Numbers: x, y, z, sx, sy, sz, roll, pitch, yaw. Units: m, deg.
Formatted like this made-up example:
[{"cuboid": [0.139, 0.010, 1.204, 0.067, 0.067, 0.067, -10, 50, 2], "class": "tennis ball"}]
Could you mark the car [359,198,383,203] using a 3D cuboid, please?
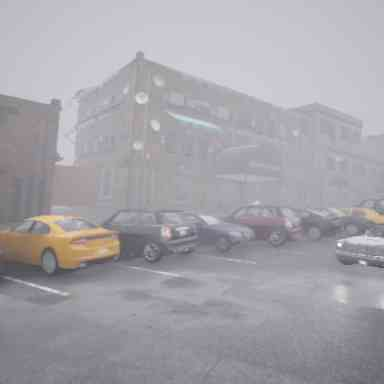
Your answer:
[{"cuboid": [12.274, 1.427, 22.320, 5.566, 2.045, 2.435, -1, -1, 35], "class": "car"}]

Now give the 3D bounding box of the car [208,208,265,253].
[{"cuboid": [0.332, 1.549, 13.831, 4.674, 1.452, 2.002, -1, -1, 35], "class": "car"}]

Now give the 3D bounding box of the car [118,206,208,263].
[{"cuboid": [-2.038, 1.368, 12.104, 4.553, 1.767, 2.185, -1, -1, 35], "class": "car"}]

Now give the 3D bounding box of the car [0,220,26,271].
[{"cuboid": [-6.835, 1.473, 8.705, 4.892, 1.521, 2.231, -1, -1, 35], "class": "car"}]

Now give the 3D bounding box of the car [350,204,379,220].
[{"cuboid": [7.504, 1.593, 18.922, 5.008, 1.535, 2.097, -1, -1, 35], "class": "car"}]

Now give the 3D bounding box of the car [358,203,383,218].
[{"cuboid": [9.753, 1.629, 20.717, 5.366, 1.575, 1.946, -1, -1, 35], "class": "car"}]

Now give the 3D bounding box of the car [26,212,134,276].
[{"cuboid": [-4.446, 1.481, 10.414, 5.008, 1.535, 2.097, -1, -1, 35], "class": "car"}]

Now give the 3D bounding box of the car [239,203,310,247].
[{"cuboid": [2.743, 1.405, 15.504, 4.553, 1.767, 2.185, -1, -1, 35], "class": "car"}]

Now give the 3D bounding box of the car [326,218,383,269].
[{"cuboid": [6.524, 1.658, 10.473, 4.718, 1.301, 1.895, 1, 0, -35], "class": "car"}]

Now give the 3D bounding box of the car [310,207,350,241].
[{"cuboid": [5.120, 1.558, 17.217, 5.008, 1.535, 2.097, -1, -1, 35], "class": "car"}]
